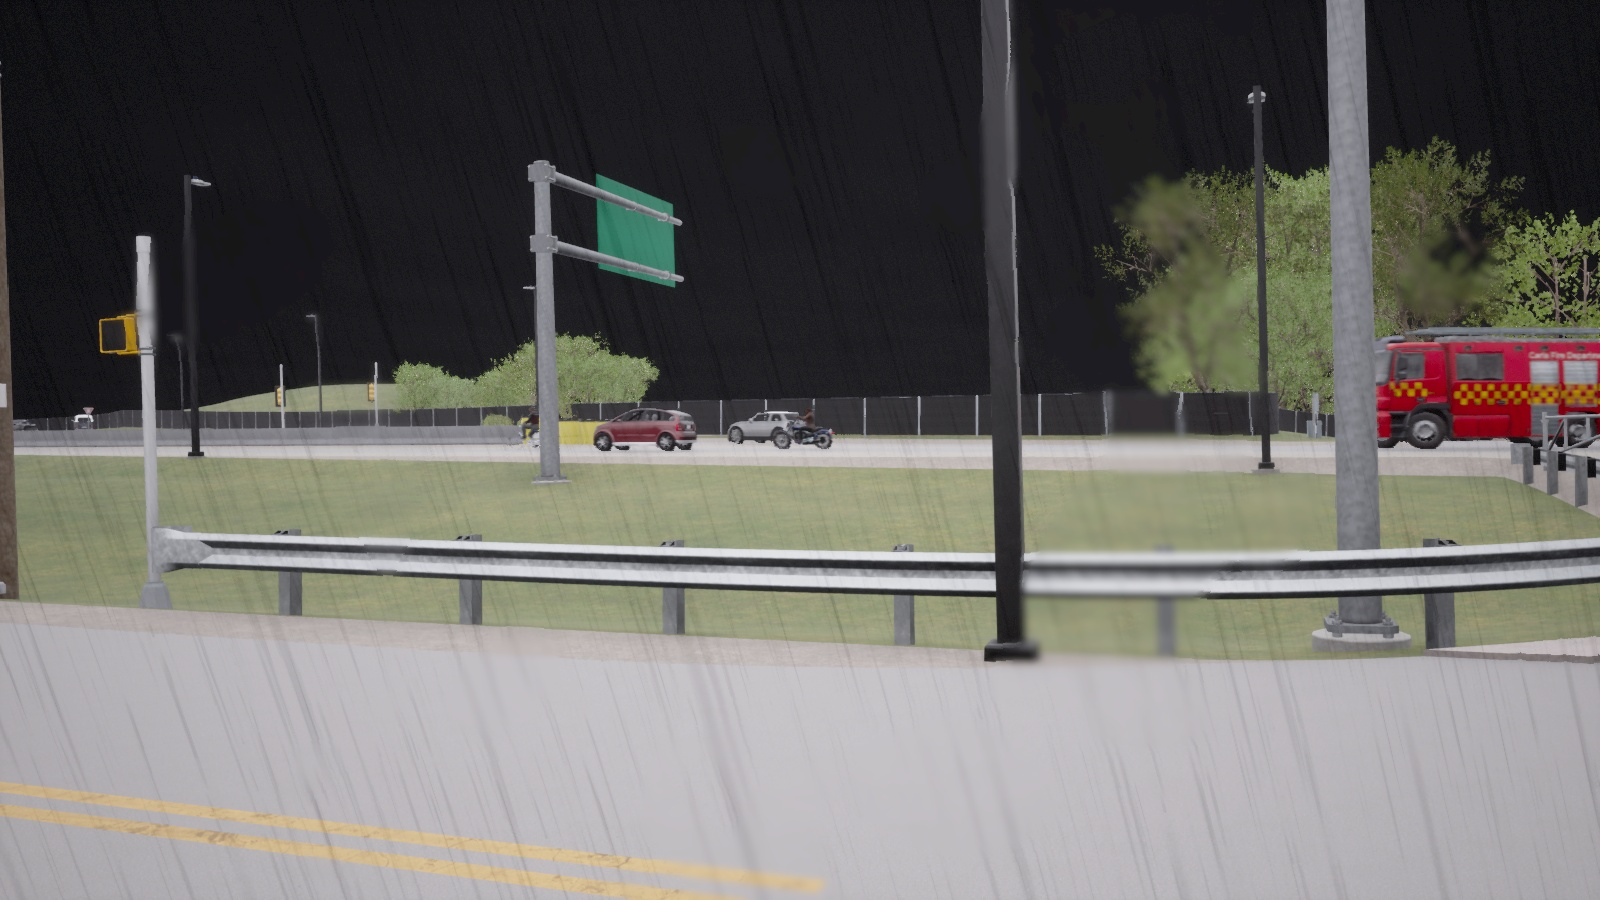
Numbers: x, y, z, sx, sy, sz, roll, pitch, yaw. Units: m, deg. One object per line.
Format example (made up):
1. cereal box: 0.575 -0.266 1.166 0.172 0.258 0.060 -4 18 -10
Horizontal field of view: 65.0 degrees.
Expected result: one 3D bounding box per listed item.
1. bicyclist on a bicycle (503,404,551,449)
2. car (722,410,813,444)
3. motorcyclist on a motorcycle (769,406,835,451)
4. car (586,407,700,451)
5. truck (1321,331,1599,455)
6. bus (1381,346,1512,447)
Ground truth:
1. bicyclist on a bicycle: -11.142 -0.959 51.212 1.843 1.776 0.659 1 1 19
2. car: -1.494 -1.062 57.676 3.806 1.475 1.970 1 2 39
3. motorcyclist on a motorcycle: 0.068 -0.809 47.269 2.350 1.649 0.766 0 1 19
4. car: -5.700 -0.760 45.589 3.705 1.549 1.789 0 1 19
5. truck: 21.603 -1.792 40.497 8.468 3.827 2.891 0 1 -5
6. bus: 30.029 -2.279 58.872 3.944 4.253 10.273 0 0 19
